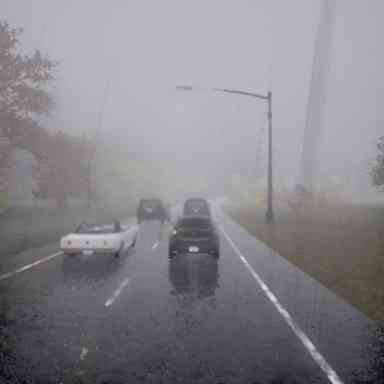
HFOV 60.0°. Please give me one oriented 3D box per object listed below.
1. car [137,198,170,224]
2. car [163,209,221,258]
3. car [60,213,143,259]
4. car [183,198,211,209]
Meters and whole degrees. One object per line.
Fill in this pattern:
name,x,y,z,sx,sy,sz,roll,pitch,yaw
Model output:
car,-3.089,1.530,27.626,2.150,2.045,5.566,0,0,2
car,0.111,1.656,13.449,1.837,1.490,4.892,0,0,1
car,-3.397,1.748,13.262,1.895,1.301,4.718,0,-1,1
car,0.410,1.528,27.527,2.150,2.045,5.566,0,0,2
